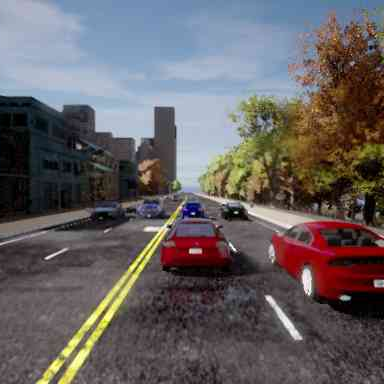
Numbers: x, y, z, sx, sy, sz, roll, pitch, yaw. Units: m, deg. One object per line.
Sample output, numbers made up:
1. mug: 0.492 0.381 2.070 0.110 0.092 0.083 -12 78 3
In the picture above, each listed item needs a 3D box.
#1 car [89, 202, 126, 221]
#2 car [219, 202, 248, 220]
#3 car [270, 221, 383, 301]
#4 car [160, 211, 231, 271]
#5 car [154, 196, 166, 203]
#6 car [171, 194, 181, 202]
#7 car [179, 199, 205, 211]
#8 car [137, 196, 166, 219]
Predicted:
1. car: -6.610 1.495 26.802 2.033 1.411 5.357 0 0 0
2. car: 3.341 1.511 27.107 1.994 1.385 4.181 0 0 0
3. car: 3.335 1.461 8.352 1.882 1.535 5.008 0 0 0
4. car: 0.097 1.542 10.890 1.994 1.385 4.181 0 0 0
5. car: -6.526 1.456 67.948 1.895 1.301 4.718 0 0 0
6. car: -3.276 1.207 69.384 2.097 1.767 4.553 0 0 0
7. car: 0.091 1.472 27.578 1.812 1.442 4.674 0 0 0
8. car: -3.358 1.296 28.259 2.097 1.767 4.553 0 0 0
